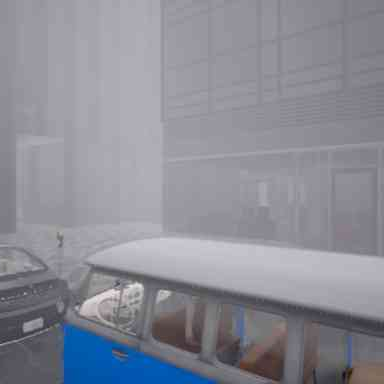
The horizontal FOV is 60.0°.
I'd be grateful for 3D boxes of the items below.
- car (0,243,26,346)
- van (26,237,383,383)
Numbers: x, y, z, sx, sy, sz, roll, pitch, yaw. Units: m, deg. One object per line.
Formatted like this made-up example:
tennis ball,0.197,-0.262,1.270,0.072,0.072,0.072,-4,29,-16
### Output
car,-3.914,1.562,5.754,4.403,1.369,2.008,0,0,35
van,0.662,1.343,2.493,3.998,1.788,1.690,0,0,35
